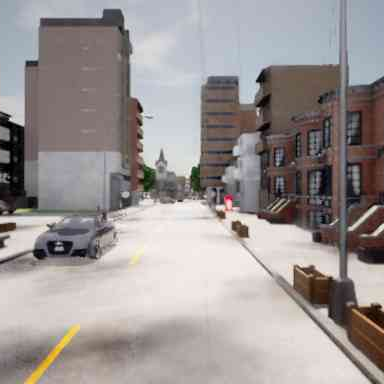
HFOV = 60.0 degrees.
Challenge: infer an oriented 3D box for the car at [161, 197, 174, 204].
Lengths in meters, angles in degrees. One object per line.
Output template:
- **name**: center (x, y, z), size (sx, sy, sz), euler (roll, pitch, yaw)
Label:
- **car**: center (-4.541, 1.573, 61.425), size (1.994, 1.385, 4.181), euler (1, 0, -16)

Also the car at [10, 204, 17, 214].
- **car**: center (-19.468, 1.421, 32.702), size (4.193, 1.474, 1.816), euler (0, 0, 10)

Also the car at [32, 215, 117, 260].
- **car**: center (-4.101, 1.566, 12.289), size (1.994, 1.385, 4.181), euler (0, 0, 0)

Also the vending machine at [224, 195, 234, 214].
- **vending machine**: center (4.259, 1.422, 38.565), size (1.100, 2.100, 0.880), euler (0, 0, 0)

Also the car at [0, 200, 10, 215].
- **car**: center (-19.323, 1.352, 29.751), size (4.611, 1.667, 2.242), euler (0, 0, 10)
